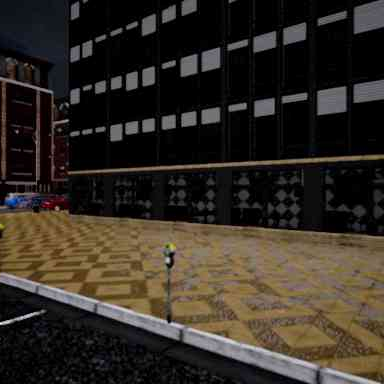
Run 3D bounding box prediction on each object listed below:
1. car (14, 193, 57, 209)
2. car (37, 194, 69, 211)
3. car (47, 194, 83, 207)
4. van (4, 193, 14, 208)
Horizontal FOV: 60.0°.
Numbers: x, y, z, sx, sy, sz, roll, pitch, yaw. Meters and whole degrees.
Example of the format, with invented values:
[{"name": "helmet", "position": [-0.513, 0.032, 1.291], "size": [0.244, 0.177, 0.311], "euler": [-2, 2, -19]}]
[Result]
[{"name": "car", "position": [-17.648, 1.029, 38.793], "size": [2.097, 1.767, 4.553], "euler": [0, 1, 35]}, {"name": "car", "position": [-13.582, 1.245, 35.144], "size": [1.887, 1.381, 4.507], "euler": [1, 1, 35]}, {"name": "car", "position": [-16.824, 1.049, 44.268], "size": [1.967, 1.590, 4.097], "euler": [1, 1, 35]}, {"name": "van", "position": [-20.059, 1.020, 39.627], "size": [1.690, 1.788, 3.998], "euler": [1, 1, 35]}]
